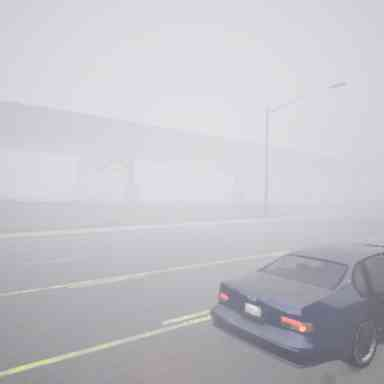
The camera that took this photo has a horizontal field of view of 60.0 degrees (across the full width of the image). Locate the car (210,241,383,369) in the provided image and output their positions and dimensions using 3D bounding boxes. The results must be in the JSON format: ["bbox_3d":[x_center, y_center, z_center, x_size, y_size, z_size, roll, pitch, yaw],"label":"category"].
[{"bbox_3d":[2.847,1.617,5.846,5.357,1.411,2.033,1,-1,-35],"label":"car"}]
